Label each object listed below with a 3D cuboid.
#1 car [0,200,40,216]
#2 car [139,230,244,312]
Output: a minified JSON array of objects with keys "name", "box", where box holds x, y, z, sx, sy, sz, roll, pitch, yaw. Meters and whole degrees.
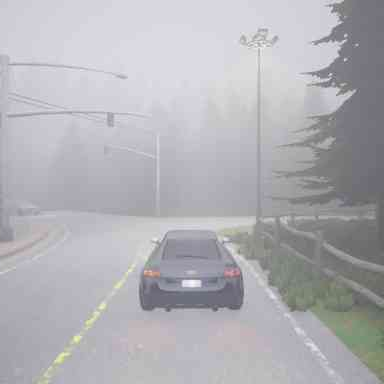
[{"name":"car","box":[-17.064,1.526,32.839,4.674,1.442,1.812,0,0,30]},{"name":"car","box":[-0.030,1.564,7.803,1.994,1.385,4.181,0,0,-1]}]
